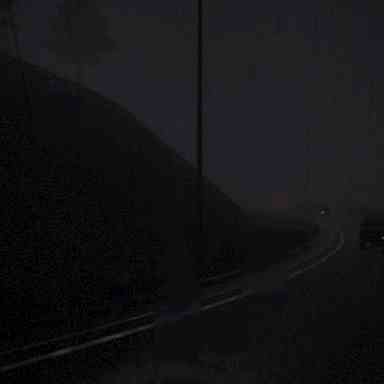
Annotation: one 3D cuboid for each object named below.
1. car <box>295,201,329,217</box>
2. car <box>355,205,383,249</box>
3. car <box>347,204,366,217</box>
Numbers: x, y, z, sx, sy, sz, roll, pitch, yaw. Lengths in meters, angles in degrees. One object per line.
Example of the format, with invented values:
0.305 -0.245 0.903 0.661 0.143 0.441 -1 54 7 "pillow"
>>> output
12.168 1.689 33.848 1.837 1.490 4.892 1 0 -5 "car"
8.425 1.567 14.517 1.882 1.535 5.008 0 0 29 "car"
15.857 1.782 30.136 1.895 1.301 4.718 0 0 1 "car"
